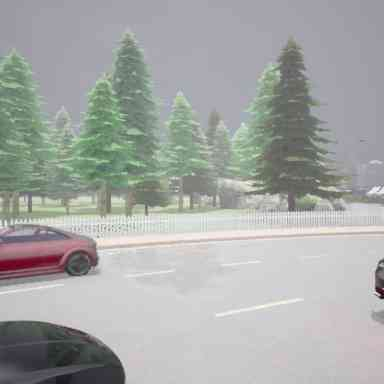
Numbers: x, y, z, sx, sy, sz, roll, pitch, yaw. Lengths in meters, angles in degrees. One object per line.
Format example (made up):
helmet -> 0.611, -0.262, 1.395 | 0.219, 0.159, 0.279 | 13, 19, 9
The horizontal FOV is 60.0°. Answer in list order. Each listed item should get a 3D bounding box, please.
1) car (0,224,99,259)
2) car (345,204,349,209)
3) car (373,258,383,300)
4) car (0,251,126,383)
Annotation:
car -> -4.656, 1.564, 8.853 | 4.181, 1.385, 1.994 | 0, 0, -30
car -> 19.247, 1.407, 43.996 | 2.097, 1.767, 4.553 | 0, 0, -4
car -> 5.605, 1.492, 6.112 | 4.902, 1.511, 2.128 | 0, 0, -24
car -> -2.740, 1.478, 1.608 | 5.008, 1.535, 1.882 | 0, 0, -37
